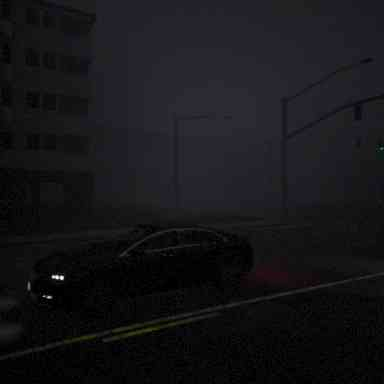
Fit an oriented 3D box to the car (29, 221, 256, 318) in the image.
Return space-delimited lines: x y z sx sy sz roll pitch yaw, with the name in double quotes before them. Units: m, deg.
"car" -0.845 1.439 7.298 4.902 1.511 2.128 0 0 -31
